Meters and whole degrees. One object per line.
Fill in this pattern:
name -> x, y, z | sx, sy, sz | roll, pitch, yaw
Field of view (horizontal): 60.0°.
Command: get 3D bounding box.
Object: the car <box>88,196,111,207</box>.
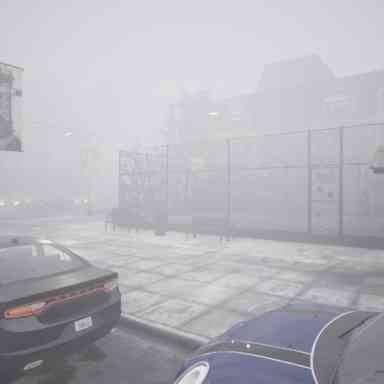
car -> -13.493, 1.352, 50.387 | 2.097, 1.767, 4.553 | 0, 0, 35

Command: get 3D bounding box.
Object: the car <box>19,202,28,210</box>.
car -> -19.312, 1.505, 42.109 | 1.837, 1.490, 4.892 | 0, 0, 35

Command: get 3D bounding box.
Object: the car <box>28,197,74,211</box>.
car -> -16.597, 1.352, 39.881 | 2.097, 1.767, 4.553 | 0, 0, 35

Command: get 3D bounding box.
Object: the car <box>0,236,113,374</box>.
car -> -3.359, 1.480, 5.532 | 5.008, 1.535, 2.097 | 0, 0, 35

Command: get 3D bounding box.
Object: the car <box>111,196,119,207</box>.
car -> -9.545, 1.564, 49.912 | 1.994, 1.385, 4.181 | 0, 0, 35

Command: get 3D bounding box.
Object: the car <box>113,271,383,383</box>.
car -> 1.951, 1.354, 1.912 | 4.553, 1.767, 2.185 | 0, 0, 35
